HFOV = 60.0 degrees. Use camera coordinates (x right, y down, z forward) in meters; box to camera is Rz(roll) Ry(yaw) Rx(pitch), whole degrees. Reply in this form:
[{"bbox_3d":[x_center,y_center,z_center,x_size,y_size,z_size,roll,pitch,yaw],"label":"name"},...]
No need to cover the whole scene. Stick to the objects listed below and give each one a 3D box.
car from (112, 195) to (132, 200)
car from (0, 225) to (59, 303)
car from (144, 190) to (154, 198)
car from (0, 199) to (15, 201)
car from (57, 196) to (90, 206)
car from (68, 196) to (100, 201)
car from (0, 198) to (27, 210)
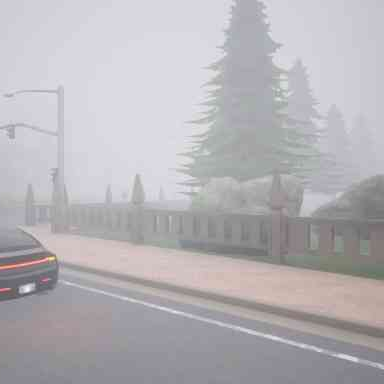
[{"bbox_3d":[-12.155,1.359,58.480,2.128,1.511,4.902,0,2,36],"label":"car"},{"bbox_3d":[-4.960,1.505,7.473,4.892,1.490,1.837,0,0,36],"label":"car"},{"bbox_3d":[-10.100,0.684,67.285,2.150,2.045,5.566,0,4,36],"label":"car"},{"bbox_3d":[-22.651,1.564,37.796,1.994,1.385,4.181,0,0,36],"label":"car"},{"bbox_3d":[-19.319,1.503,54.462,1.837,1.490,4.892,0,0,36],"label":"car"},{"bbox_3d":[-15.079,1.527,48.356,1.812,1.442,4.674,0,0,36],"label":"car"},{"bbox_3d":[-24.018,1.547,41.891,2.033,1.411,5.357,0,0,36],"label":"car"}]
